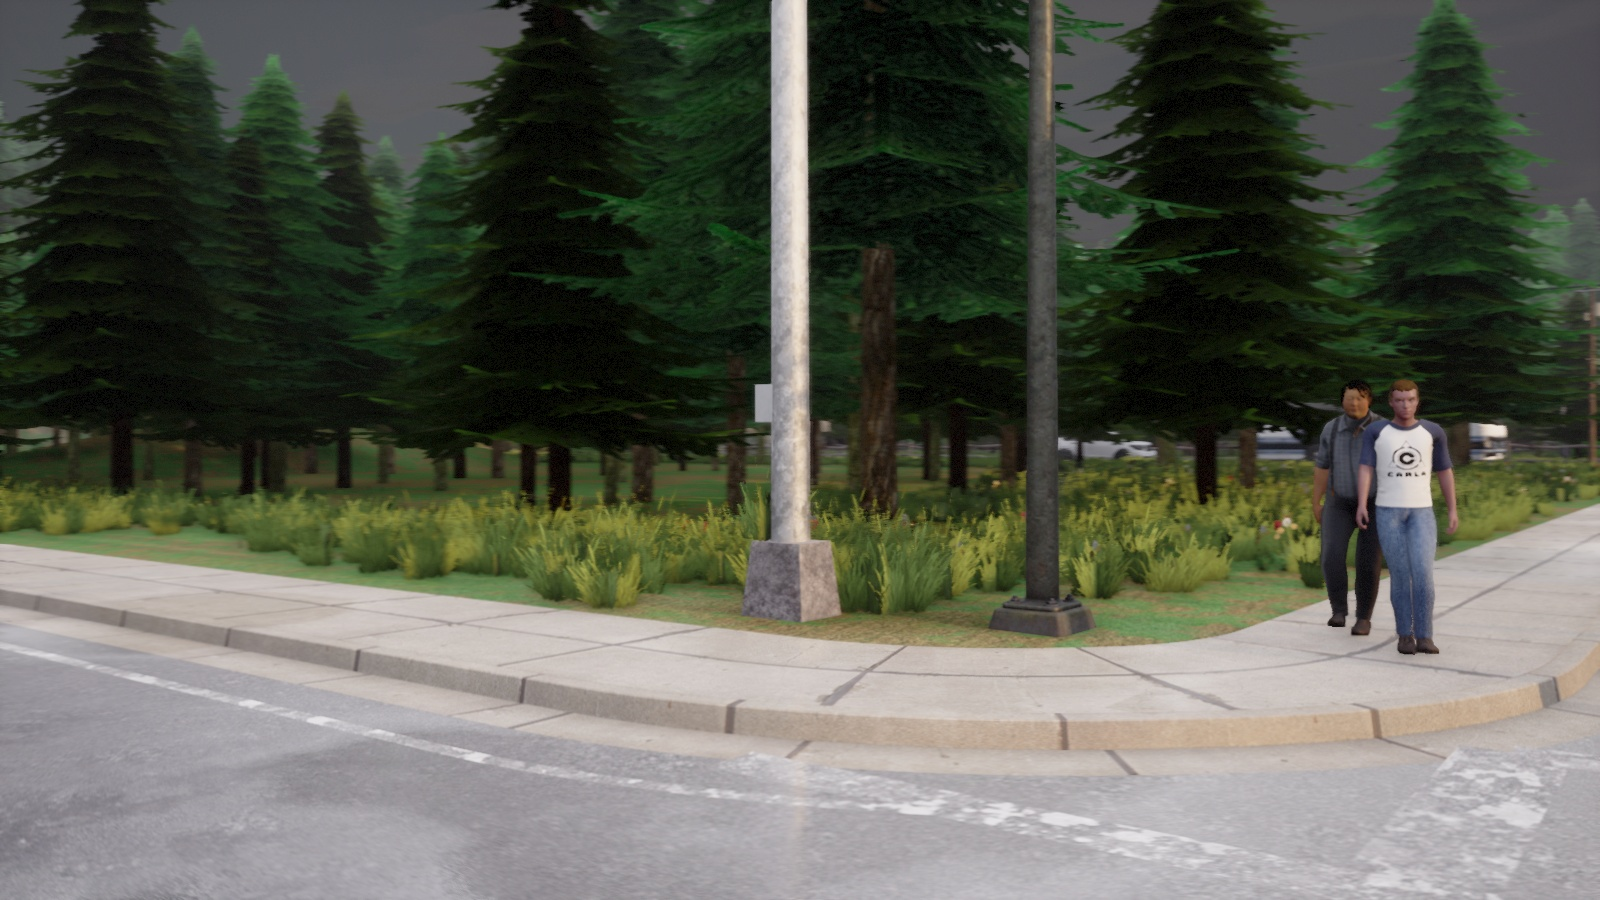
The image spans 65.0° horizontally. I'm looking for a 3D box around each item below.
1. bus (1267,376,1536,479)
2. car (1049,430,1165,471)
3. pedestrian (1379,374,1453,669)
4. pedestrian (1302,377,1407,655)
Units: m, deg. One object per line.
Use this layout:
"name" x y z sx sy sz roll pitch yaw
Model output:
"bus" 27.067 -0.970 56.922 10.273 4.253 3.944 0 0 41
"car" 16.126 -0.001 66.155 5.566 2.045 2.150 1 1 40
"pedestrian" 4.004 0.441 8.189 0.354 1.836 0.706 0 1 21
"pedestrian" 3.887 0.435 8.793 0.540 1.848 0.694 1 1 34
